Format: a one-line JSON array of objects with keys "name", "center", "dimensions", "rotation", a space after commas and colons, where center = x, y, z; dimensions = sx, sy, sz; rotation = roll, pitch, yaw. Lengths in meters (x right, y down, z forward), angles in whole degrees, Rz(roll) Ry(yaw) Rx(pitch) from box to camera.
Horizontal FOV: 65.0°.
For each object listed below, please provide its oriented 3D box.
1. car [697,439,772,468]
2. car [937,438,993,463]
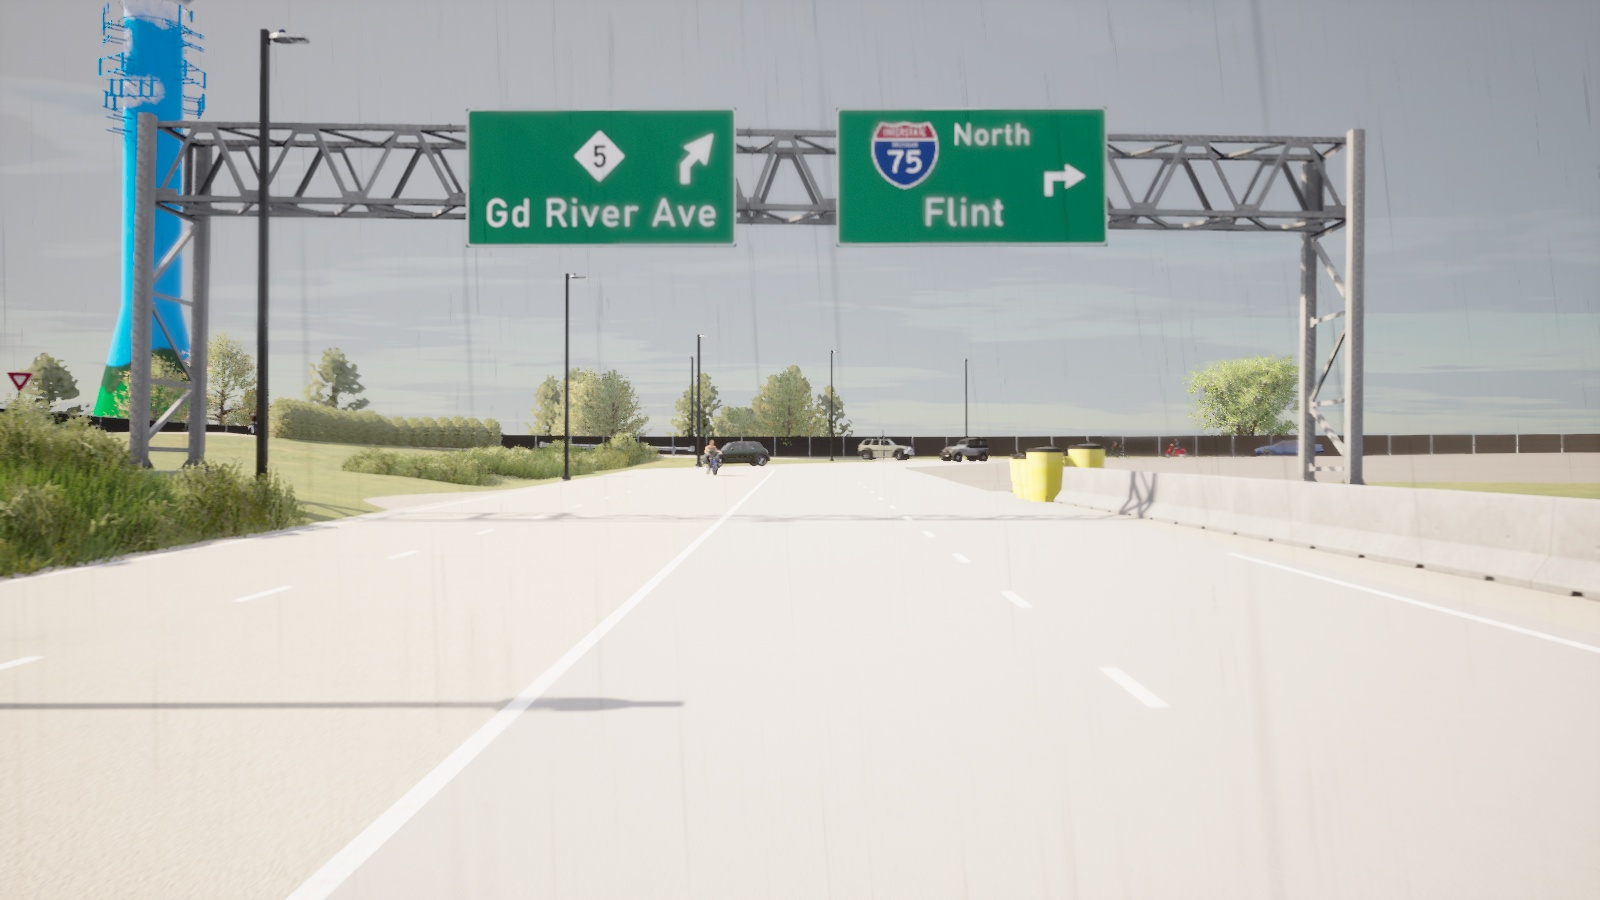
[{"name": "car", "center": [-4.402, 0.236, 84.353], "dimensions": [4.553, 1.767, 2.097], "rotation": [-1, 0, -18]}, {"name": "car", "center": [12.877, 0.014, 97.920], "dimensions": [3.866, 1.878, 1.905], "rotation": [0, 0, -24]}]
